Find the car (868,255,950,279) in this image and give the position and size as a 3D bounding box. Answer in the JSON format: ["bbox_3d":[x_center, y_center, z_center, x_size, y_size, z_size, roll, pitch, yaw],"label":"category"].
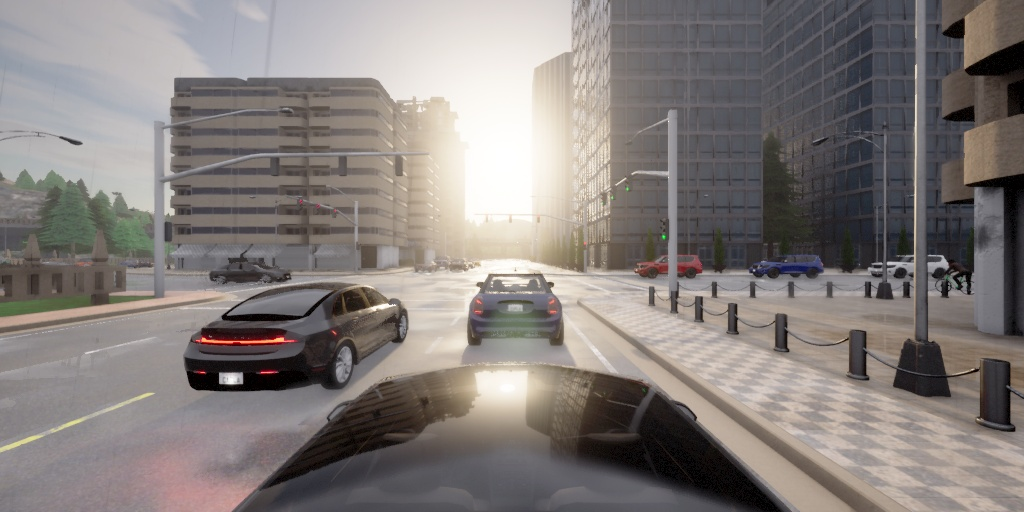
[{"bbox_3d":[34.671,0.916,31.384,5.566,2.045,2.150,0,0,0],"label":"car"}]

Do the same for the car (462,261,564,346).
[{"bbox_3d":[0.090,1.102,9.591,2.097,1.767,4.553,0,0,0],"label":"car"}]

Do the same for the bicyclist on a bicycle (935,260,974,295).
[{"bbox_3d":[21.018,0.996,16.992,0.582,1.620,1.656,0,0,0],"label":"bicyclist on a bicycle"}]

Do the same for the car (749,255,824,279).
[{"bbox_3d":[24.026,0.916,31.455,5.566,2.045,2.150,0,0,1],"label":"car"}]

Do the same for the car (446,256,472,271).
[{"bbox_3d":[-7.045,1.102,48.185,2.097,1.767,4.553,0,0,0],"label":"car"}]

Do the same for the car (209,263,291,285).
[{"bbox_3d":[-18.002,1.200,24.770,4.892,1.490,1.837,0,0,-3],"label":"car"}]

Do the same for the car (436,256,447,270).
[{"bbox_3d":[-10.535,0.971,54.308,2.150,2.045,5.566,0,0,0],"label":"car"}]

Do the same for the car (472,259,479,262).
[{"bbox_3d":[-7.021,1.297,57.656,2.033,1.411,5.357,0,0,0],"label":"car"}]

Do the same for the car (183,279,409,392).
[{"bbox_3d":[-3.427,1.255,6.819,1.837,1.490,4.892,0,0,0],"label":"car"}]

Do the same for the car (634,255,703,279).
[{"bbox_3d":[13.706,0.917,31.524,5.566,2.045,2.150,0,0,0],"label":"car"}]

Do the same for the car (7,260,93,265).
[{"bbox_3d":[-32.412,1.199,25.493,4.892,1.490,1.837,0,0,9],"label":"car"}]

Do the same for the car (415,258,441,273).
[{"bbox_3d":[-10.590,1.276,44.602,1.812,1.442,4.674,0,0,1],"label":"car"}]
